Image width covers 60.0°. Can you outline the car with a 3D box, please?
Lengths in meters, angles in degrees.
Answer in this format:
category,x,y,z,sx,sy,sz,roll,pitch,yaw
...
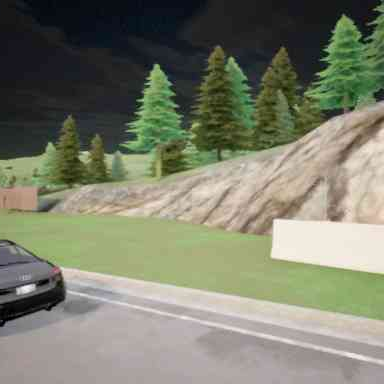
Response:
category,x,y,z,sx,sy,sz,roll,pitch,yaw
car,-4.476,1.632,6.674,4.181,1.385,1.994,-1,0,33
